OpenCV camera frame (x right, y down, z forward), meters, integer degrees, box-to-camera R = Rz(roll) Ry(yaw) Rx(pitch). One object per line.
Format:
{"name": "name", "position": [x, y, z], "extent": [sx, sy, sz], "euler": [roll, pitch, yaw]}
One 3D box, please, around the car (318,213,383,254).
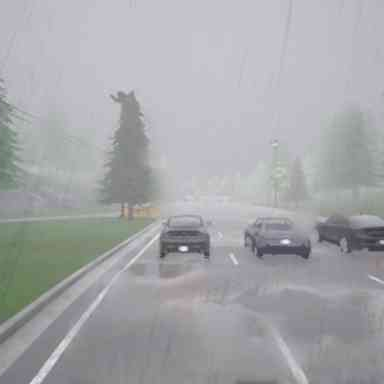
{"name": "car", "position": [6.799, 1.624, 14.154], "extent": [1.882, 1.535, 5.008], "euler": [0, 0, 1]}

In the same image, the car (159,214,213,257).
{"name": "car", "position": [-0.220, 1.647, 13.540], "extent": [1.837, 1.490, 4.892], "euler": [0, 0, 1]}

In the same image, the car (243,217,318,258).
{"name": "car", "position": [3.280, 1.704, 13.467], "extent": [1.994, 1.385, 4.181], "euler": [0, -1, 1]}
